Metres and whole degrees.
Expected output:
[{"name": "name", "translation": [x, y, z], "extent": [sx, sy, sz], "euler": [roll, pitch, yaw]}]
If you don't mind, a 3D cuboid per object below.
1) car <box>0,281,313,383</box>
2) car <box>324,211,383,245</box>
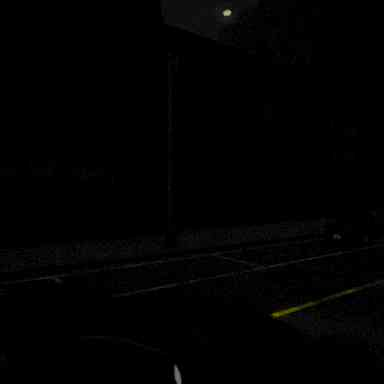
[{"name": "car", "translation": [-1.149, 1.477, 2.460], "extent": [5.008, 1.535, 1.882], "euler": [0, 0, -35]}, {"name": "car", "translation": [8.036, 1.566, 15.630], "extent": [4.313, 1.339, 1.947], "euler": [0, 0, -36]}]
